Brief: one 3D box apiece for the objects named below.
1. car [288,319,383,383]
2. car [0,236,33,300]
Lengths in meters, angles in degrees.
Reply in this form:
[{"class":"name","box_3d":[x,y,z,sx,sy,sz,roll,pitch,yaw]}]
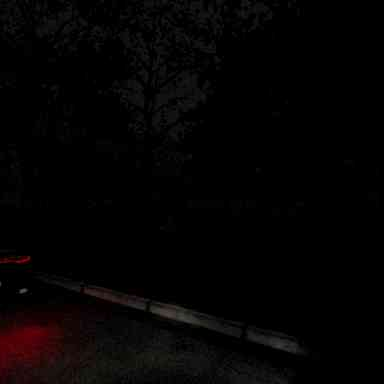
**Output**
[{"class":"car","box_3d":[2.646,1.351,1.476,4.553,1.767,2.097,0,0,36]},{"class":"car","box_3d":[-5.539,1.486,7.378,5.008,1.535,1.882,0,0,36]}]
